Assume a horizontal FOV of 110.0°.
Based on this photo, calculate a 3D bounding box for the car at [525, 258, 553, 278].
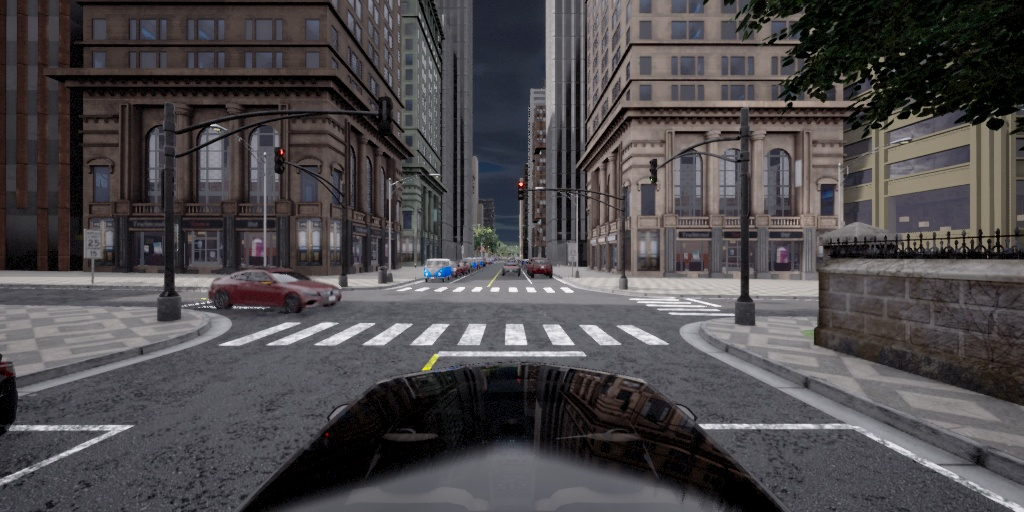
[{"bbox_3d":[2.678,1.085,33.860,2.192,1.841,5.009,0,0,0],"label":"car"}]

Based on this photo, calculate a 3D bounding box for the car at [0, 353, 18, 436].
[{"bbox_3d":[-5.762,1.316,1.732,1.948,1.339,4.313,0,0,0],"label":"car"}]

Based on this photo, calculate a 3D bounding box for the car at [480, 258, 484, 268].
[{"bbox_3d":[-5.904,1.347,55.594,1.888,1.381,4.507,0,0,0],"label":"car"}]

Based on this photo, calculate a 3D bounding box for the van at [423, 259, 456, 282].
[{"bbox_3d":[-5.833,1.105,28.389,1.690,1.789,3.998,0,0,0],"label":"van"}]

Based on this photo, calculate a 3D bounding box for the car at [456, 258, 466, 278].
[{"bbox_3d":[-5.847,1.210,33.829,1.967,1.591,4.097,0,0,0],"label":"car"}]

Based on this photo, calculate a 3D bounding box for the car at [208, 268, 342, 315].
[{"bbox_3d":[-8.493,1.172,12.895,4.674,1.442,1.812,1,0,12],"label":"car"}]

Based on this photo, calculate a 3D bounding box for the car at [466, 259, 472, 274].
[{"bbox_3d":[-5.861,1.322,39.270,1.888,1.381,4.507,0,0,0],"label":"car"}]

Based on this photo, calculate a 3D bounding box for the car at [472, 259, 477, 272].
[{"bbox_3d":[-5.876,1.351,44.711,1.948,1.339,4.313,0,0,0],"label":"car"}]

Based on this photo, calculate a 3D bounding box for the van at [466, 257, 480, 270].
[{"bbox_3d":[-5.890,1.134,50.153,1.690,1.789,3.998,0,0,0],"label":"van"}]

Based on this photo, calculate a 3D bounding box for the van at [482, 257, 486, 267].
[{"bbox_3d":[-5.919,1.151,61.035,1.690,1.789,3.998,0,0,0],"label":"van"}]

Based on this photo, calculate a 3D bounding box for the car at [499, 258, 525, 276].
[{"bbox_3d":[-0.048,1.267,37.990,2.128,1.511,4.902,0,0,1],"label":"car"}]
